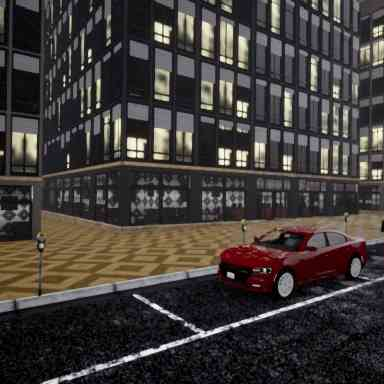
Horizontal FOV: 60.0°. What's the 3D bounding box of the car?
[{"bbox_3d":[2.665,1.547,8.454,4.507,1.381,1.887,0,1,-36],"label":"car"}]
